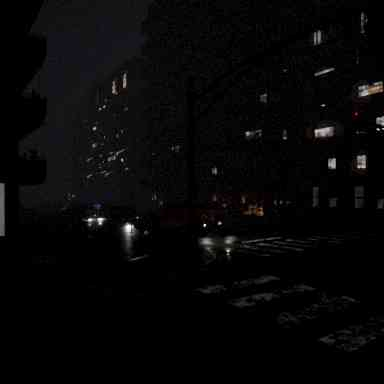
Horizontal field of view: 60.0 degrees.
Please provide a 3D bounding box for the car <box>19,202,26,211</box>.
[{"bbox_3d":[-31.841,2.769,61.330,1.887,1.381,4.507,-1,0,-36],"label":"car"}]

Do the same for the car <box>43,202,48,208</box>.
[{"bbox_3d":[-31.763,2.972,75.448,1.947,1.339,4.313,-1,0,-36],"label":"car"}]

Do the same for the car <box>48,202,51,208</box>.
[{"bbox_3d":[-28.446,2.623,70.863,2.192,1.841,5.009,-1,0,-36],"label":"car"}]

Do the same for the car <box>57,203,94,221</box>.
[{"bbox_3d":[-11.902,2.163,33.813,1.887,1.381,4.507,-1,0,-36],"label":"car"}]

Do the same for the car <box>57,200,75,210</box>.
[{"bbox_3d":[-25.123,2.524,66.276,2.192,1.841,5.009,-1,0,-36],"label":"car"}]

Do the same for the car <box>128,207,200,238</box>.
[{"bbox_3d":[-1.833,1.833,19.916,1.752,1.417,4.829,-1,0,-36],"label":"car"}]

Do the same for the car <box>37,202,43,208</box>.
[{"bbox_3d":[-35.086,3.049,80.035,1.887,1.381,4.507,-1,0,-36],"label":"car"}]

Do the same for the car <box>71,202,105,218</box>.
[{"bbox_3d":[-12.201,2.234,38.682,2.033,1.411,5.357,0,-1,-36],"label":"car"}]

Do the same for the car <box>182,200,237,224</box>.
[{"bbox_3d":[1.461,1.713,29.588,2.192,1.841,5.009,-1,0,-36],"label":"car"}]

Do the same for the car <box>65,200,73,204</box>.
[{"bbox_3d":[-17.502,2.273,51.432,2.097,1.767,4.553,0,-1,-36],"label":"car"}]

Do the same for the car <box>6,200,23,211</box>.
[{"bbox_3d":[-35.169,2.639,65.916,2.192,1.841,5.009,-1,0,-36],"label":"car"}]

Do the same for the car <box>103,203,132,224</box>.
[{"bbox_3d":[-6.051,2.003,30.178,1.837,1.490,4.892,0,-1,-36],"label":"car"}]

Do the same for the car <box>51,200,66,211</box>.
[{"bbox_3d":[-22.677,2.569,58.572,2.128,1.511,4.902,0,-1,-36],"label":"car"}]

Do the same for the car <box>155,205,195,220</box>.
[{"bbox_3d":[-1.855,2.045,34.174,1.887,1.381,4.507,-1,0,-36],"label":"car"}]

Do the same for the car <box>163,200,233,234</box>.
[{"bbox_3d":[0.009,1.531,21.801,2.150,2.045,5.566,0,-1,-36],"label":"car"}]

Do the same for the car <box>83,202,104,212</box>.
[{"bbox_3d":[-16.369,2.432,55.048,1.882,1.535,5.008,0,-1,-36],"label":"car"}]
